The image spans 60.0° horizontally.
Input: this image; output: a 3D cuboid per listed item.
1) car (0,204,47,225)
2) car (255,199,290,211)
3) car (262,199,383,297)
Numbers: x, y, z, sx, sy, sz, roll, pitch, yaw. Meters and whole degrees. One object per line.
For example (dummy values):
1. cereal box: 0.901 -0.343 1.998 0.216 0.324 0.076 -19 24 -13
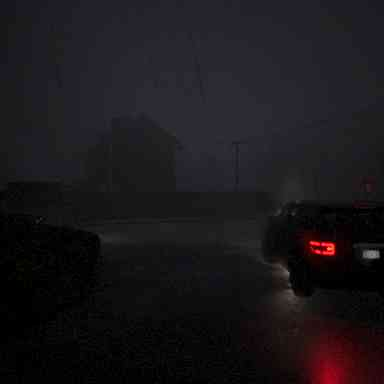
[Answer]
1. car: -8.991 1.220 13.791 5.566 2.045 2.150 0 0 -25
2. car: 9.931 1.553 41.279 1.994 1.385 4.181 0 0 -25
3. car: 3.350 1.219 8.679 2.150 2.045 5.566 0 0 2
